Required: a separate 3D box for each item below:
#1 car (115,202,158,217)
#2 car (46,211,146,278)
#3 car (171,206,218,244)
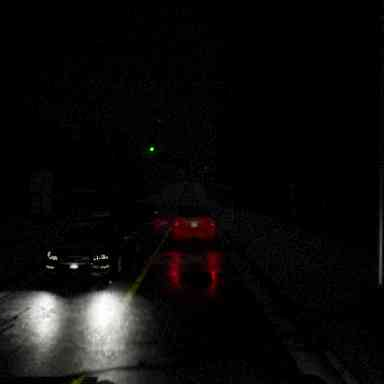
[{"bbox_3d":[-5.673,1.753,32.984,4.892,1.490,1.837,-1,-2,27],"label":"car"},{"bbox_3d":[-2.828,1.567,10.434,1.837,1.490,4.892,0,-1,0],"label":"car"},{"bbox_3d":[0.097,1.452,16.521,2.097,1.767,4.553,0,0,0],"label":"car"}]
